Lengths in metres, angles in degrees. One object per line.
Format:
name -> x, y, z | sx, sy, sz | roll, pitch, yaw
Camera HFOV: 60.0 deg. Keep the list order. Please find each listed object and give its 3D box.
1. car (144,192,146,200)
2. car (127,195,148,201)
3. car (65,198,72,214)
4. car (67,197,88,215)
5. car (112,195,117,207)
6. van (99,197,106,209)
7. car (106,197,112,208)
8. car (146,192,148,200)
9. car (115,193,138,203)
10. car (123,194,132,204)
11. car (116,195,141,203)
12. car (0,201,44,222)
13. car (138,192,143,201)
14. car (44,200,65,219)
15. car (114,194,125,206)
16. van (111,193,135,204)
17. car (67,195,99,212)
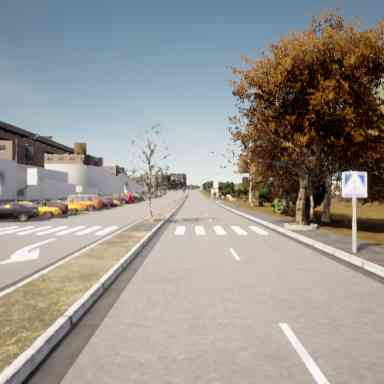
car -> -13.826, 1.338, 78.460 | 4.553, 1.767, 2.185 | -1, 1, -20
car -> -13.824, 1.448, 84.452 | 4.792, 1.488, 2.163 | -1, 0, -20
car -> -13.909, 1.568, 30.693 | 4.792, 1.488, 2.163 | -1, 0, -20
car -> -13.708, 1.555, 33.755 | 5.366, 1.575, 1.946 | -1, -1, -20
car -> -13.898, 1.657, 48.597 | 4.792, 1.488, 2.163 | -1, 0, -20
van -> -13.771, 1.386, 42.693 | 4.442, 1.987, 1.878 | -1, -1, -20
car -> -13.869, 1.660, 45.624 | 4.674, 1.452, 2.002 | -1, 0, -20
car -> -13.847, 1.482, 81.433 | 4.674, 1.452, 2.002 | -1, 1, -20
car -> -13.892, 1.326, 63.520 | 5.566, 2.045, 2.435 | -1, 1, -20
car -> -13.861, 1.633, 60.551 | 4.674, 1.452, 2.002 | -1, 1, -20
car -> -13.851, 1.511, 72.486 | 4.892, 1.521, 2.231 | -1, 1, -20
car -> -13.882, 1.539, 24.740 | 4.674, 1.452, 2.002 | -1, 0, -20
car -> -13.838, 1.281, 69.516 | 5.566, 2.045, 2.435 | -1, 0, -20
car -> -13.712, 1.512, 27.789 | 5.366, 1.575, 1.946 | -1, -1, -20
car -> -13.698, 1.618, 51.666 | 5.366, 1.575, 1.946 | -1, 0, -20
van -> -13.756, 1.327, 66.563 | 4.442, 1.987, 1.878 | -1, 0, -20
car -> -13.850, 1.472, 39.665 | 4.553, 1.767, 2.185 | -1, 0, -20
